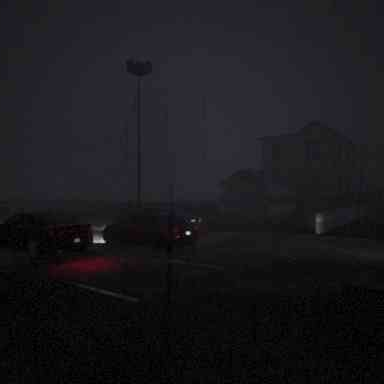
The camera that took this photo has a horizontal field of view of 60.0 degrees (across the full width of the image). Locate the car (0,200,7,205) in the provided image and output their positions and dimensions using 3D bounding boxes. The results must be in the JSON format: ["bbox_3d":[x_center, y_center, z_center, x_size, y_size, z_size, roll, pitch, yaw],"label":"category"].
[{"bbox_3d":[-18.492,1.383,30.083,4.902,1.511,2.128,0,0,36],"label":"car"}]

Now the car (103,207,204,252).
[{"bbox_3d":[-1.777,1.533,13.857,4.181,1.385,1.994,0,0,36],"label":"car"}]

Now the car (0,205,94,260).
[{"bbox_3d":[-5.809,1.438,12.436,5.008,1.535,1.882,0,0,36],"label":"car"}]
